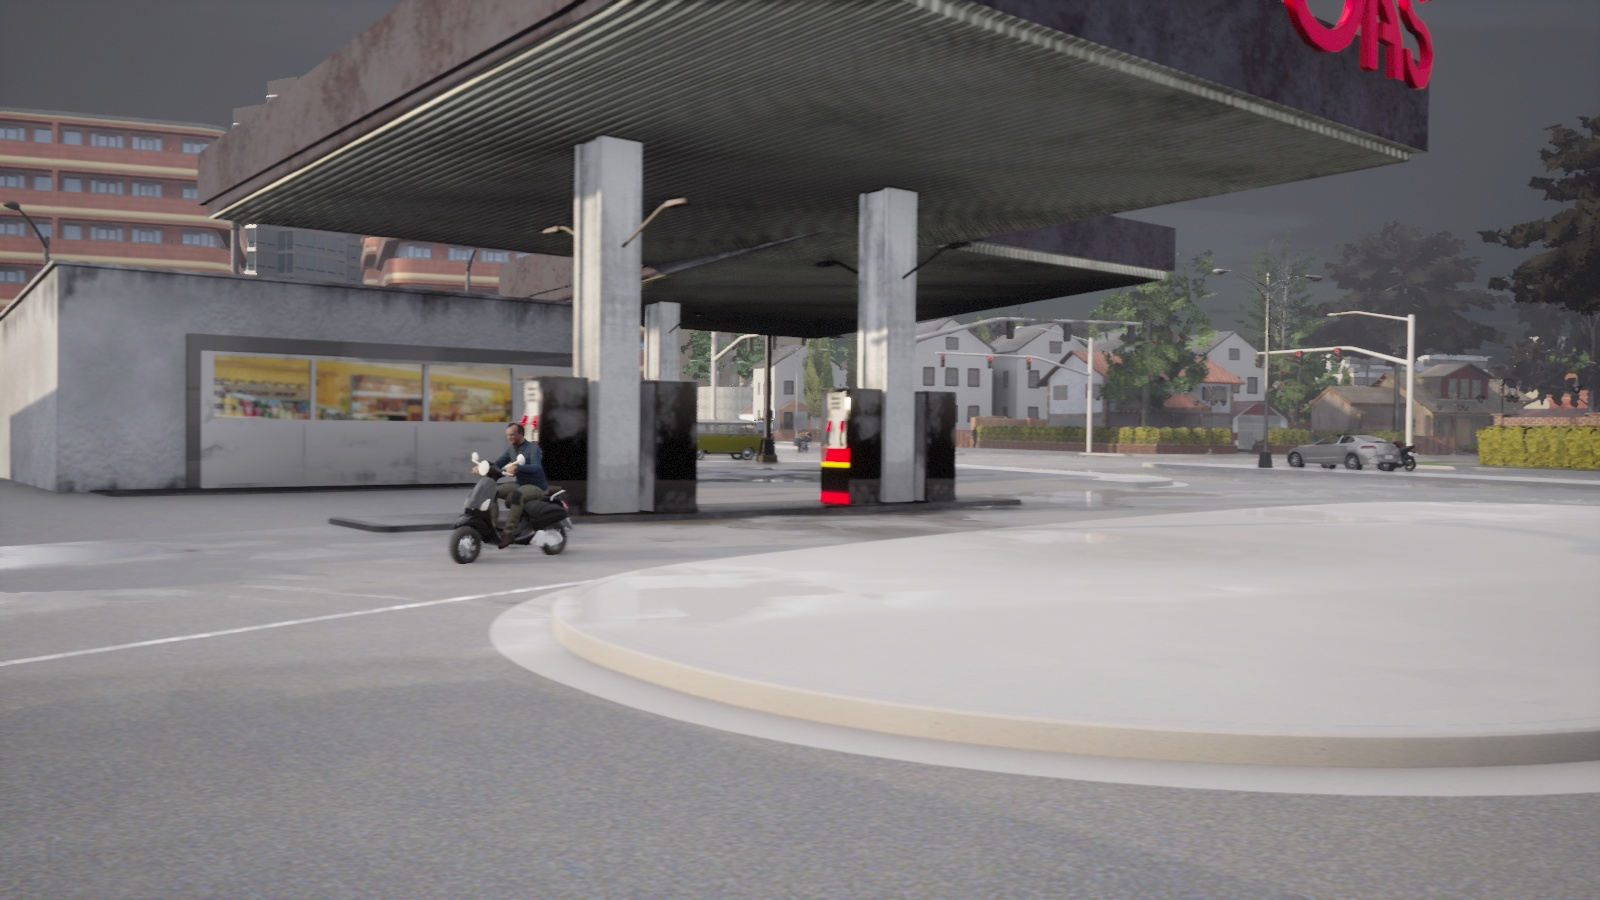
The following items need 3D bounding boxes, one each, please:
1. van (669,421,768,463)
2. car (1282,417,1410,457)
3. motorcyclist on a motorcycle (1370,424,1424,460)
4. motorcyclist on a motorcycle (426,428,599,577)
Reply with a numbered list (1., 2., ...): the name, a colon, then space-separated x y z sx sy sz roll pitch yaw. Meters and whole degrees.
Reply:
1. van: -3.970 -0.402 61.253 4.442 1.987 1.775 -1 1 -23
2. car: 23.564 -0.563 54.424 2.152 1.651 5.027 -1 1 -21
3. motorcyclist on a motorcycle: 26.658 -0.368 56.138 0.866 1.530 2.191 -1 1 -21
4. motorcyclist on a motorcycle: -3.291 0.551 14.524 0.866 1.590 1.817 0 1 36
